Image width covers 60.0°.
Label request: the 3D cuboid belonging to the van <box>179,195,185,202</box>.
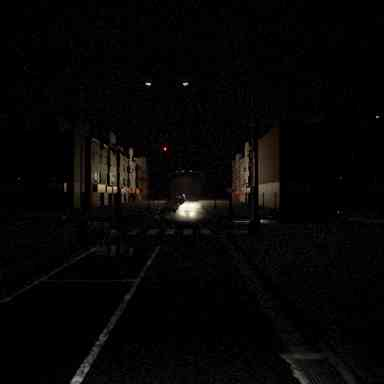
[{"bbox_3d":[-2.649,1.629,89.022,1.690,1.788,3.998,0,0,0],"label":"van"}]

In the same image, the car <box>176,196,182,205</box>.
[{"bbox_3d":[-2.641,1.642,44.178,1.887,1.381,4.507,0,0,0],"label":"car"}]

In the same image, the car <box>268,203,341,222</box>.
[{"bbox_3d":[8.879,1.583,26.394,5.357,1.411,2.033,0,-1,0],"label":"car"}]

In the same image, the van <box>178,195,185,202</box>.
[{"bbox_3d":[-2.648,1.602,83.416,1.690,1.788,3.998,0,0,0],"label":"van"}]

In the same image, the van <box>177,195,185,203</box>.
[{"bbox_3d":[-2.647,1.575,77.811,1.690,1.788,3.998,0,0,0],"label":"van"}]

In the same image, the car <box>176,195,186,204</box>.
[{"bbox_3d":[-2.644,1.600,60.994,1.967,1.590,4.097,0,0,0],"label":"car"}]

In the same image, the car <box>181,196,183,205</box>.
[{"bbox_3d":[-2.642,1.698,49.783,1.802,1.307,4.206,0,0,0],"label":"car"}]

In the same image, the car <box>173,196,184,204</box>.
[{"bbox_3d":[-2.645,1.624,66.600,1.967,1.590,4.097,0,0,0],"label":"car"}]

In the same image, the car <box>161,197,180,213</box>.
[{"bbox_3d":[-2.640,1.604,38.403,1.752,1.417,4.829,0,0,0],"label":"car"}]

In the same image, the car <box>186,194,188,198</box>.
[{"bbox_3d":[-2.646,1.524,72.206,2.192,1.841,5.009,0,0,0],"label":"car"}]
